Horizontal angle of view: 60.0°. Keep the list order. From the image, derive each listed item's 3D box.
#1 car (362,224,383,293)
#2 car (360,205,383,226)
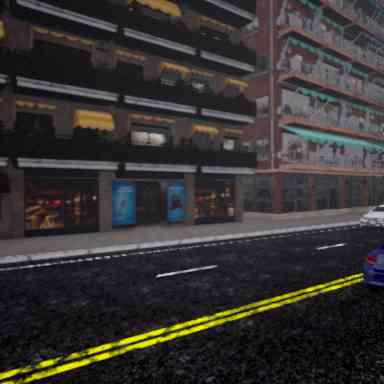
[{"bbox_3d":[5.672,1.526,7.545,4.674,1.442,1.812,0,0,-36],"label":"car"},{"bbox_3d":[12.450,1.528,20.924,4.674,1.442,1.812,0,0,-37],"label":"car"}]
